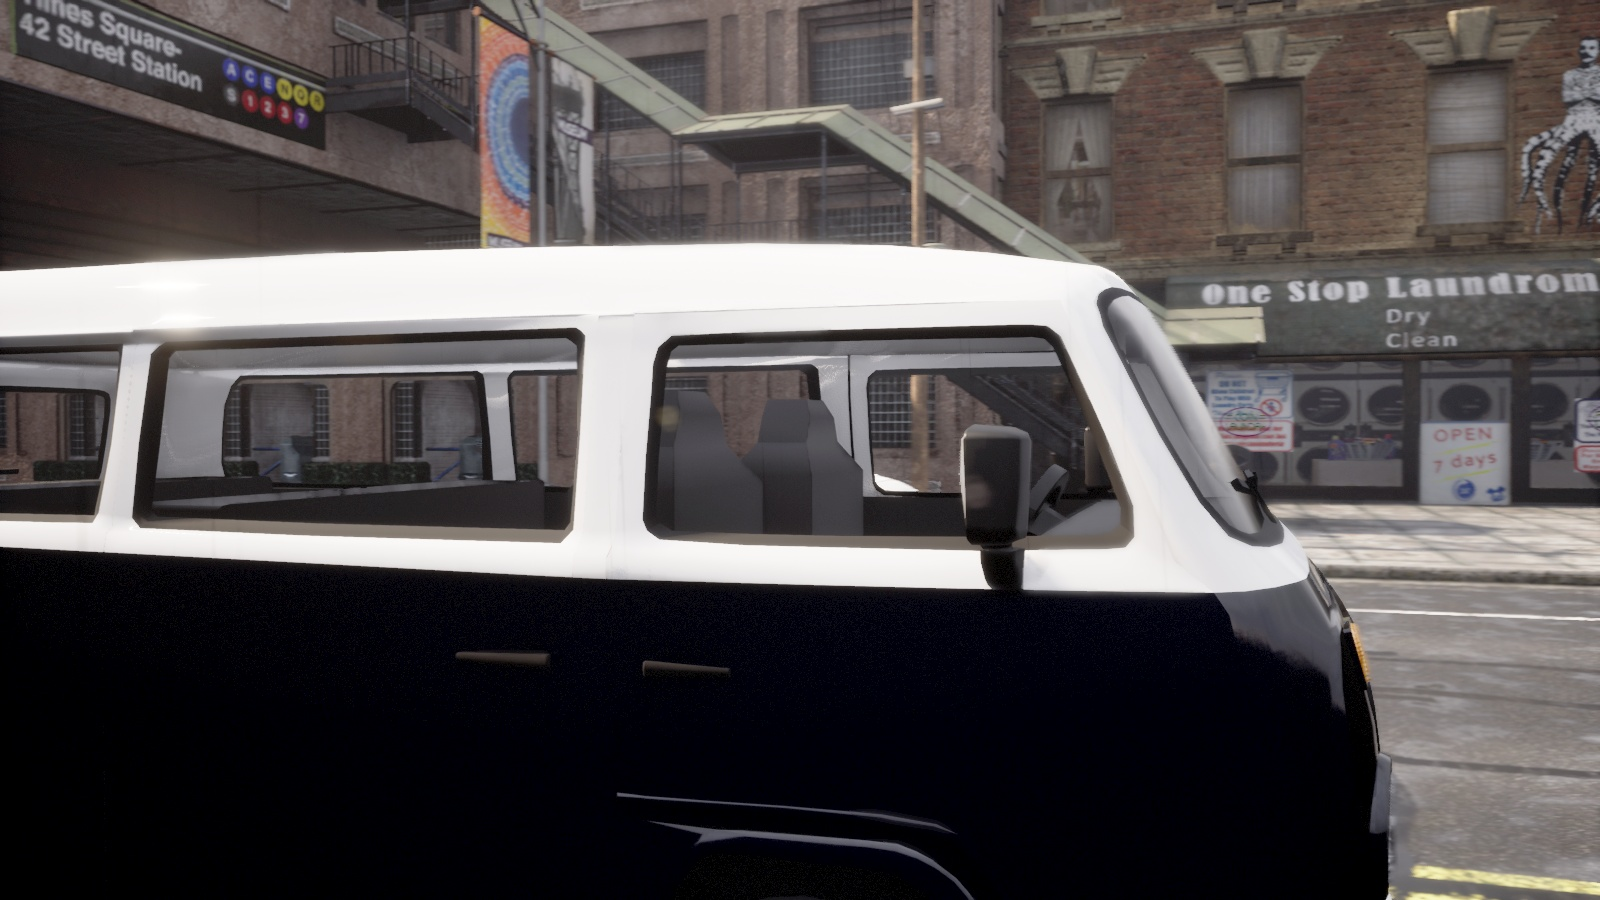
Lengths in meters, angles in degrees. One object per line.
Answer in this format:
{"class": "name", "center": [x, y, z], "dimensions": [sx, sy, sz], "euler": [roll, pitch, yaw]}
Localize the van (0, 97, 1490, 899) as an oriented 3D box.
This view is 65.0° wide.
{"class": "van", "center": [-0.832, 0.491, 3.469], "dimensions": [4.480, 2.038, 2.069], "euler": [1, 1, 19]}
